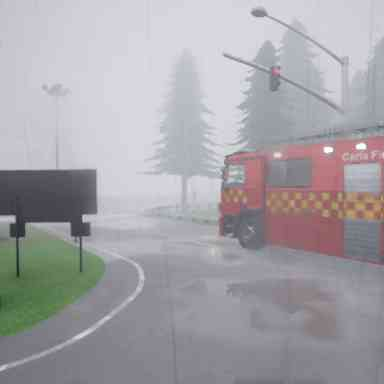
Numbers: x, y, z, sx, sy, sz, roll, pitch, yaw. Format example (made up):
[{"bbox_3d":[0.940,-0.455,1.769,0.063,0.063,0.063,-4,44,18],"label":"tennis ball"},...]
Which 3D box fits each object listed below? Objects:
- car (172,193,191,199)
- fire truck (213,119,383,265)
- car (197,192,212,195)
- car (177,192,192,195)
[{"bbox_3d":[-2.426,0.890,77.251,4.181,1.385,1.994,-1,1,-35],"label":"car"},{"bbox_3d":[4.494,0.107,9.790,2.891,3.827,8.468,-2,1,-35],"label":"fire truck"},{"bbox_3d":[3.607,0.839,68.666,4.892,1.490,1.837,-1,1,-35],"label":"car"},{"bbox_3d":[-0.424,0.838,74.381,4.892,1.490,1.837,-1,1,-35],"label":"car"}]
